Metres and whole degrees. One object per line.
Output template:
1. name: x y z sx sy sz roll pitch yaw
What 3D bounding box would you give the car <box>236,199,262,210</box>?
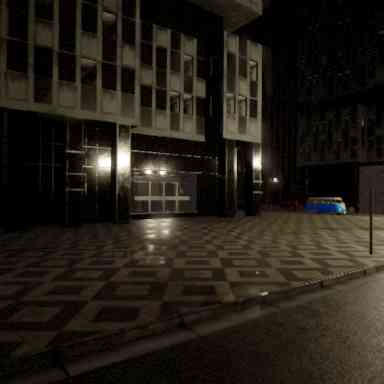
1. car: 7.083 1.765 43.279 1.887 1.381 4.507 0 -1 -36

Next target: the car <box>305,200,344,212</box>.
1. car: 17.298 1.823 43.646 2.008 1.369 4.403 0 -1 -36

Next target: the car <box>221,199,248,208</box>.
1. car: 7.347 1.914 57.572 1.752 1.417 4.829 0 -1 -36

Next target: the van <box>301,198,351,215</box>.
1. van: 13.651 1.483 34.088 1.690 1.788 3.998 0 -1 -36

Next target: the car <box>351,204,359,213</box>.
1. car: 20.582 1.798 39.049 1.947 1.339 4.313 0 -1 -36

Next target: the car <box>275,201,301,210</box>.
1. car: 14.014 1.893 48.241 1.802 1.307 4.206 0 -1 -36
